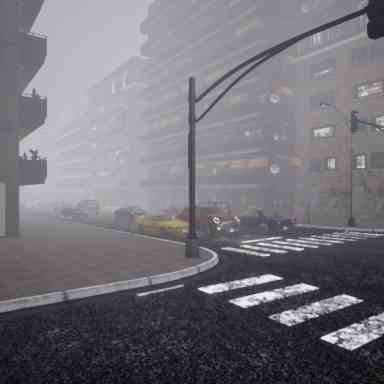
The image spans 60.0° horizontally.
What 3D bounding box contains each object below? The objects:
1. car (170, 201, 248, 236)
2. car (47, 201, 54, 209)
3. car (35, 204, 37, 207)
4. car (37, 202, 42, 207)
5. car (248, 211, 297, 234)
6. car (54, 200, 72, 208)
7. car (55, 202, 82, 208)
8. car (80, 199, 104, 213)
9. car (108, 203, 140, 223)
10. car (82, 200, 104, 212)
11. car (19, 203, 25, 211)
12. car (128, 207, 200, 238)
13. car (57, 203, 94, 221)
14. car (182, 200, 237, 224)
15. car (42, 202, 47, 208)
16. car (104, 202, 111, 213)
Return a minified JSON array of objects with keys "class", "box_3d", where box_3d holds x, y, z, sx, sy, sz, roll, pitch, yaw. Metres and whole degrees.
[{"class":"car","box_3d":[0.927,1.634,20.606,2.097,1.767,4.553,0,-1,-36]},{"class":"car","box_3d":[-28.574,2.623,70.833,2.192,1.841,5.009,-1,0,-36]},{"class":"car","box_3d":[-38.572,3.168,84.565,1.947,1.339,4.313,-1,0,-36]},{"class":"car","box_3d":[-35.241,3.049,79.986,1.887,1.381,4.507,-1,0,-36]},{"class":"car","box_3d":[4.188,1.851,21.297,1.895,1.301,4.718,0,-1,-35]},{"class":"car","box_3d":[-25.238,2.524,66.255,2.192,1.841,5.009,-1,0,-36]},{"class":"car","box_3d":[-16.447,2.380,44.525,1.994,1.385,4.181,0,-1,-36]},{"class":"car","box_3d":[-15.008,2.063,47.831,2.150,2.045,5.566,0,-1,-36]},{"class":"car","box_3d":[-5.121,1.960,28.912,2.128,1.511,4.902,0,-1,-36]},{"class":"car","box_3d":[-16.458,2.307,55.013,2.097,1.767,4.553,0,-1,-36]},{"class":"car","box_3d":[-31.942,2.770,61.290,1.887,1.381,4.507,-1,0,-36]},{"class":"car","box_3d":[-1.817,1.833,19.961,1.752,1.417,4.829,-1,0,-36]},{"class":"car","box_3d":[-11.925,2.163,33.829,1.887,1.381,4.507,-1,0,-36]},{"class":"car","box_3d":[1.450,1.713,29.643,2.192,1.841,5.009,-1,0,-36]},{"class":"car","box_3d":[-31.904,2.973,75.409,1.947,1.339,4.313,-1,0,-36]},{"class":"car","box_3d":[-12.433,2.290,49.555,1.801,1.575,5.366,0,-1,-36]}]
